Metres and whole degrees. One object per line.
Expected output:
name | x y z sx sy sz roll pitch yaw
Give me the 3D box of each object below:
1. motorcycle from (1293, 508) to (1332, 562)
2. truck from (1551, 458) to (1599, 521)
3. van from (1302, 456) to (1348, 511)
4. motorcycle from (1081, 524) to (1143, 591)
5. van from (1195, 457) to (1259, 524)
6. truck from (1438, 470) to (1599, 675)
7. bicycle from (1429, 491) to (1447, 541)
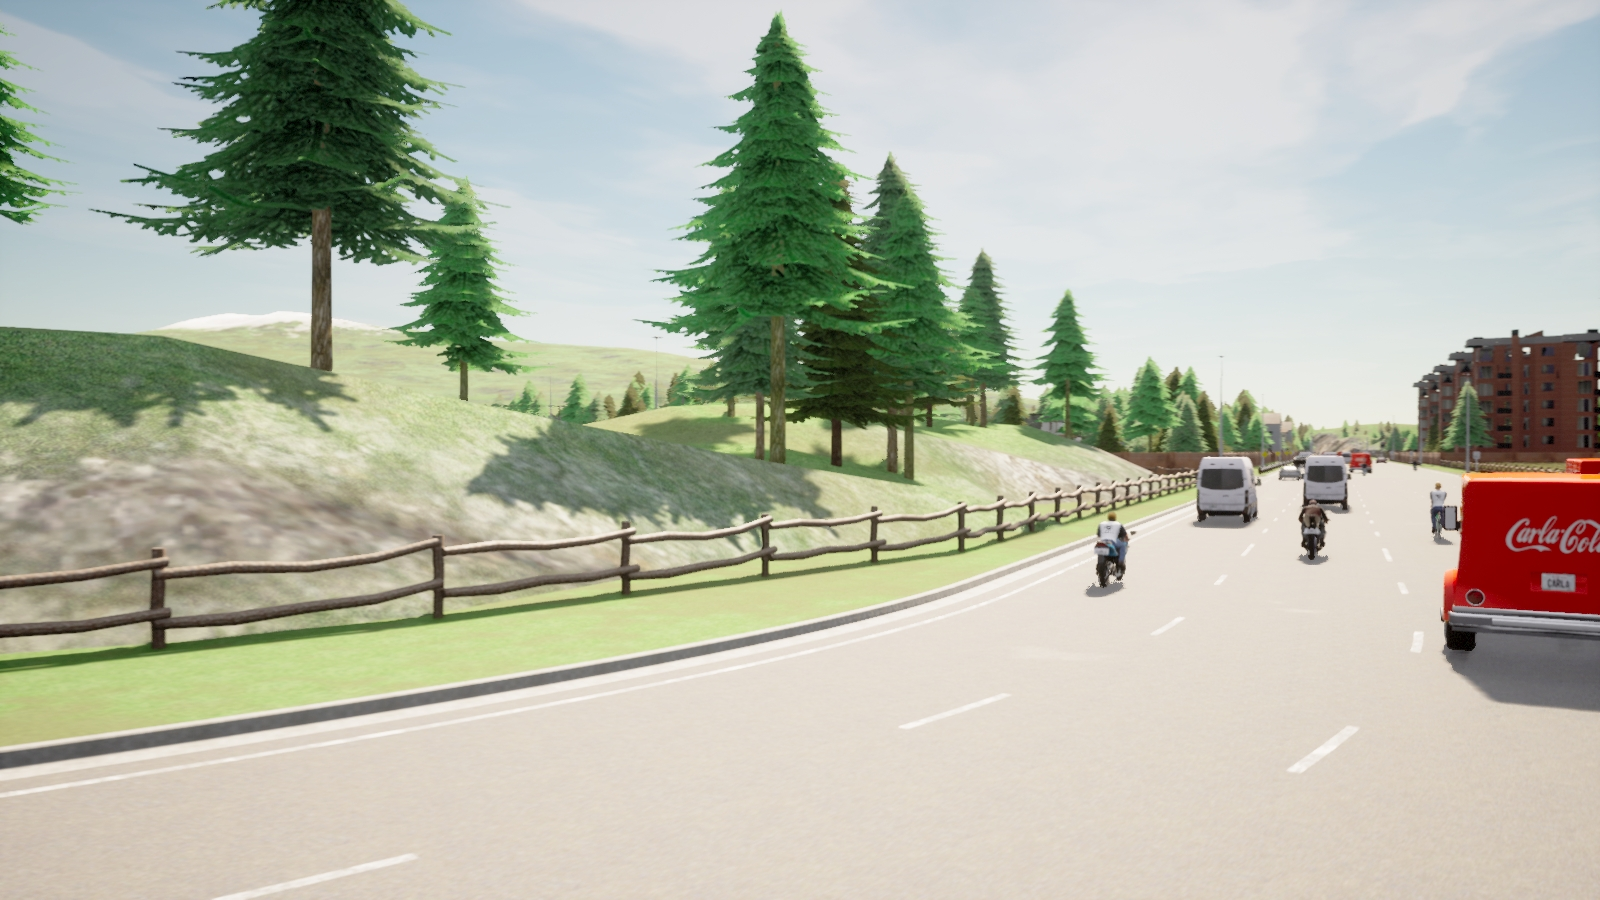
motorcycle | 13.648 2.226 30.372 0.867 1.251 2.209 0 0 26
truck | 33.736 1.607 48.263 2.627 2.467 5.204 0 0 25
van | 26.131 1.573 56.780 1.988 2.561 5.915 0 0 25
motorcycle | 6.508 2.202 23.791 0.803 1.199 2.033 -1 -1 28
van | 17.580 1.566 46.871 1.988 2.561 5.915 0 0 25
truck | 10.876 1.580 16.748 2.627 2.467 5.204 0 0 29
bicycle | 20.193 2.082 36.167 0.373 1.496 1.643 0 0 25
